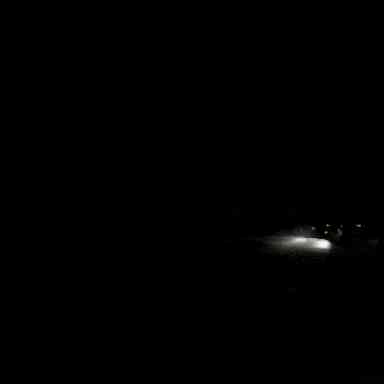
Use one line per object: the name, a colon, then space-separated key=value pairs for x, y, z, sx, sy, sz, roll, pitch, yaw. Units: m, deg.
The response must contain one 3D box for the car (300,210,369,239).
car: x=7.819 y=1.691 z=18.150 sx=4.181 sy=1.385 sz=1.994 roll=1 pitch=0 yaw=-35
